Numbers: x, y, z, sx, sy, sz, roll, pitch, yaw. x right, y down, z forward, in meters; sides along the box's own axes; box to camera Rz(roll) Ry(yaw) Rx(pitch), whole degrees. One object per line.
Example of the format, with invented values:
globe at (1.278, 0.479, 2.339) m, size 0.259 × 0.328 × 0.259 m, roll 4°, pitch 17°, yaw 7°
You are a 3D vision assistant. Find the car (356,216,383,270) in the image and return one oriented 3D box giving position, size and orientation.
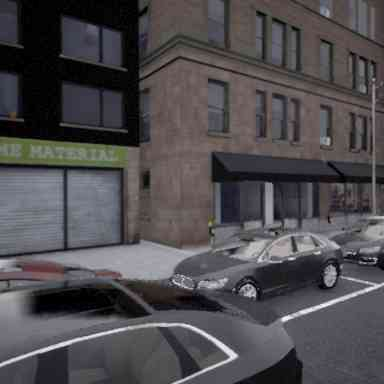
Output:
car at (5.990, 1.465, 10.462) m, size 4.403 × 1.369 × 2.008 m, roll -1°, pitch 0°, yaw -36°

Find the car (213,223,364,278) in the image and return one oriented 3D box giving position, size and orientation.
car at (1.583, 1.508, 7.319) m, size 4.403 × 1.369 × 2.008 m, roll -1°, pitch 0°, yaw -36°

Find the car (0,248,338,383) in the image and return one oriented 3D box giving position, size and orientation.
car at (-1.313, 1.504, 2.134) m, size 4.892 × 1.490 × 1.837 m, roll 0°, pitch 0°, yaw -35°

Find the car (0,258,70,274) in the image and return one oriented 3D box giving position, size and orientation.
car at (-2.823, 1.582, 4.176) m, size 4.206 × 1.307 × 1.802 m, roll -1°, pitch 0°, yaw -36°
